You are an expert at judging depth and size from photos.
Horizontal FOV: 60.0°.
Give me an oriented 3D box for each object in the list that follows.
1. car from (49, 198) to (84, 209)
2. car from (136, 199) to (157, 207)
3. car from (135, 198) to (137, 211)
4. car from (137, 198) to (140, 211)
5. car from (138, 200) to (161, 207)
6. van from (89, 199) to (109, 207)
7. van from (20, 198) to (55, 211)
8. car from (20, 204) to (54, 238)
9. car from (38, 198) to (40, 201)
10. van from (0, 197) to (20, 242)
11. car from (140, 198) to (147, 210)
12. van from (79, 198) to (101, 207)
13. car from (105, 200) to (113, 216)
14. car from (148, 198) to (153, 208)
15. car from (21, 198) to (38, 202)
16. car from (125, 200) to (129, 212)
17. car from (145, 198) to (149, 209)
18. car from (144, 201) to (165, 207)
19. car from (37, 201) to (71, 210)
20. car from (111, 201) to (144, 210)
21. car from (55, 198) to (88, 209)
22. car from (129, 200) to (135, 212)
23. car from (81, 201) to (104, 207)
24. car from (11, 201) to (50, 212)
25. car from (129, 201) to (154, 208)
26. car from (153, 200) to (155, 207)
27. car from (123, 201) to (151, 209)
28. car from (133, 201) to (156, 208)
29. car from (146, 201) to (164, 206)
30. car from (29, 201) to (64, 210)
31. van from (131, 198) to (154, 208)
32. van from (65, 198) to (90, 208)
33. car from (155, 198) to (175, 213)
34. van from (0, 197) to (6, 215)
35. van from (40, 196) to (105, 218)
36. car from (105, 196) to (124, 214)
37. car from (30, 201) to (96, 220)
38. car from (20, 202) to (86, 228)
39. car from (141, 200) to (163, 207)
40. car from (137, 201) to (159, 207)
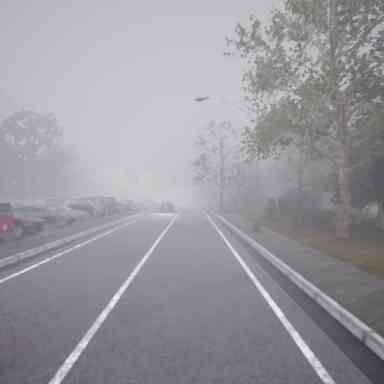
[{"bbox_3d":[-23.337,2.126,61.998,5.566,2.045,2.435,0,-1,0],"label":"car"},{"bbox_3d":[-10.307,2.578,75.769,4.553,1.767,2.185,0,-1,0],"label":"car"},{"bbox_3d":[-10.267,1.857,45.242,4.553,1.767,2.185,0,-1,0],"label":"car"},{"bbox_3d":[-10.265,1.922,48.017,4.553,1.767,2.185,0,-1,0],"label":"car"},{"bbox_3d":[-10.457,2.850,81.311,5.366,1.575,1.946,0,-2,0],"label":"car"},{"bbox_3d":[-23.466,2.709,84.020,4.442,1.987,1.878,0,-2,0],"label":"van"},{"bbox_3d":[-23.491,1.888,50.794,4.442,1.987,1.878,0,-1,0],"label":"van"},{"bbox_3d":[-10.324,1.582,17.501,5.008,1.535,2.097,0,0,0],"label":"car"},{"bbox_3d":[-23.372,1.986,45.375,5.008,1.535,2.097,0,-1,0],"label":"car"},{"bbox_3d":[-10.438,1.336,14.726,4.442,1.987,1.878,0,0,0],"label":"van"},{"bbox_3d":[-10.109,2.110,50.790,5.366,1.575,1.946,0,-1,0],"label":"car"},{"bbox_3d":[-23.247,2.481,75.860,4.442,1.987,1.878,0,-1,0],"label":"van"},{"bbox_3d":[-10.338,1.715,31.387,4.792,1.488,2.163,0,-1,0],"label":"car"},{"bbox_3d":[-10.102,2.306,59.116,5.366,1.575,1.946,0,-1,0],"label":"car"},{"bbox_3d":[-23.352,1.667,42.487,5.566,2.045,2.435,0,-1,0],"label":"car"},{"bbox_3d":[-10.305,1.892,39.687,4.674,1.452,2.002,0,-1,0],"label":"car"},{"bbox_3d":[-10.296,2.245,56.341,4.892,1.521,2.231,0,-1,0],"label":"car"},{"bbox_3d":[-10.080,3.110,89.633,5.366,1.575,1.946,0,-2,0],"label":"car"},{"bbox_3d":[-23.364,2.247,56.452,5.008,1.535,2.097,0,-1,0],"label":"car"},{"bbox_3d":[-10.286,2.180,53.565,4.892,1.521,2.231,0,-1,0],"label":"car"},{"bbox_3d":[-23.335,2.192,64.768,5.566,2.045,2.435,0,-1,0],"label":"car"},{"bbox_3d":[-10.295,1.917,42.463,5.008,1.535,2.097,0,-1,0],"label":"car"},{"bbox_3d":[-23.382,2.807,78.604,4.792,1.488,2.163,0,-1,0],"label":"car"},{"bbox_3d":[-23.374,2.092,48.144,4.674,1.452,2.002,0,-1,0],"label":"car"},{"bbox_3d":[-10.253,2.535,67.442,4.792,1.488,2.163,0,-1,0],"label":"car"},{"bbox_3d":[-10.254,2.470,64.666,4.792,1.488,2.163,0,-1,0],"label":"car"},{"bbox_3d":[-10.257,2.404,61.891,4.792,1.488,2.163,0,-1,0],"label":"car"},{"bbox_3d":[-10.307,2.666,72.993,4.792,1.488,2.163,0,-1,0],"label":"car"},{"bbox_3d":[-10.269,3.204,92.407,4.892,1.521,2.231,0,-2,0],"label":"car"},{"bbox_3d":[-23.375,2.219,53.558,4.674,1.452,2.002,0,-1,0],"label":"car"},{"bbox_3d":[-10.396,2.345,70.223,4.442,1.987,1.878,0,-1,0],"label":"van"},{"bbox_3d":[-23.245,2.282,67.536,4.442,1.987,1.878,0,-1,0],"label":"van"},{"bbox_3d":[-3.336,1.977,44.699,2.128,1.511,4.902,0,-1,0],"label":"car"},{"bbox_3d":[-23.501,1.565,37.072,4.442,1.987,1.878,0,-1,0],"label":"van"},{"bbox_3d":[-10.194,1.439,28.607,4.442,1.987,1.878,0,0,0],"label":"van"},{"bbox_3d":[-10.335,1.470,34.143,5.566,2.045,2.435,0,-1,0],"label":"car"},{"bbox_3d":[-10.315,1.684,25.829,4.674,1.452,2.002,0,0,0],"label":"car"},{"bbox_3d":[-10.285,1.653,23.051,4.792,1.488,2.163,0,0,0],"label":"car"},{"bbox_3d":[-10.084,2.930,83.962,5.366,1.575,1.946,0,-2,0],"label":"car"},{"bbox_3d":[-10.267,2.777,78.544,4.892,1.521,2.231,0,-2,0],"label":"car"}]
